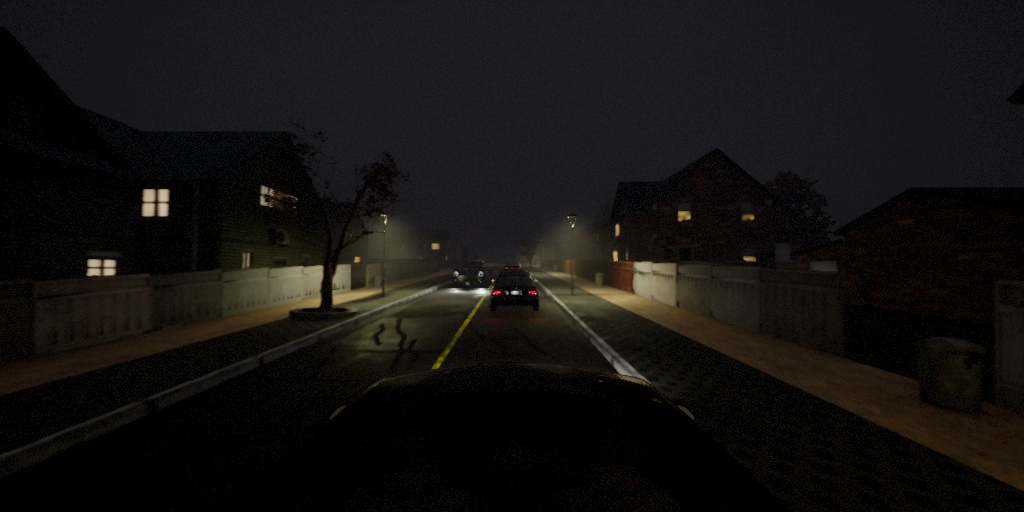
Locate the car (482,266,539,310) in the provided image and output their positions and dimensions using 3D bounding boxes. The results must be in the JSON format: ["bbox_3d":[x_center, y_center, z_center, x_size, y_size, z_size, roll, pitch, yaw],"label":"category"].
[{"bbox_3d":[0.097,1.314,14.833,2.033,1.411,5.357,0,0,0],"label":"car"}]

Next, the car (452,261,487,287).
[{"bbox_3d":[-2.755,1.136,24.551,2.097,1.767,4.553,0,0,0],"label":"car"}]

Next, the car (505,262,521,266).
[{"bbox_3d":[0.092,1.302,33.579,2.128,1.511,4.902,0,0,0],"label":"car"}]
